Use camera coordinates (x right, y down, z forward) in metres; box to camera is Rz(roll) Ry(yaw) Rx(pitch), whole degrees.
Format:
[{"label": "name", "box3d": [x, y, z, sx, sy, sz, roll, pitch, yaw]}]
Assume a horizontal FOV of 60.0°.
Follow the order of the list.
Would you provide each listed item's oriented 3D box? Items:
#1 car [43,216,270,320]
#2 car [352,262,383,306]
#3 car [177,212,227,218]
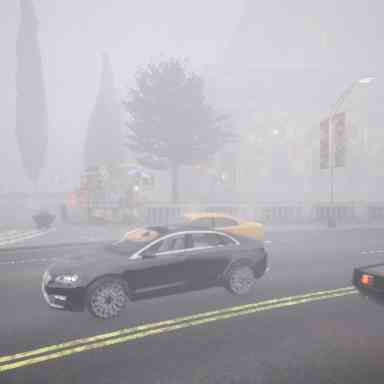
[{"label": "car", "box3d": [-0.581, 1.491, 7.299, 4.902, 1.511, 2.128, 0, 0, -28]}, {"label": "car", "box3d": [5.463, 1.601, 6.194, 4.718, 1.301, 1.895, 0, 0, -22]}, {"label": "car", "box3d": [0.144, 1.477, 11.580, 5.008, 1.535, 1.882, 0, 0, -24]}]
